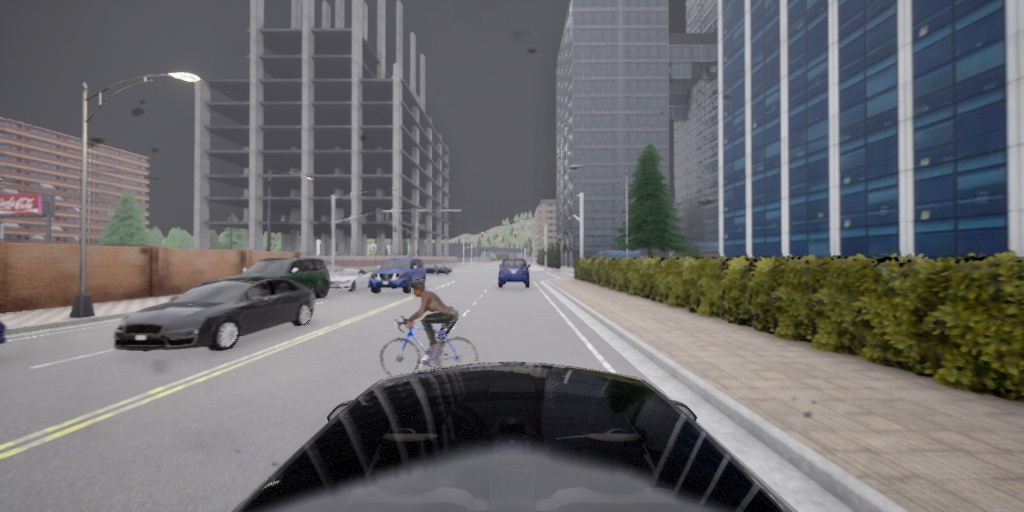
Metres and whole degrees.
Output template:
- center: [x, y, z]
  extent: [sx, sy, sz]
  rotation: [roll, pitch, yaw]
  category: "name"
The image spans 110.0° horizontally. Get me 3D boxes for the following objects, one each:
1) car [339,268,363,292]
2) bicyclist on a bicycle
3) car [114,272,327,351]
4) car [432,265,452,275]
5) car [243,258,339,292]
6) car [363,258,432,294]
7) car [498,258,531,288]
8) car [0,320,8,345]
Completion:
- center: [-10.392, 1.512, 23.104]
  extent: [1.812, 1.442, 4.674]
  rotation: [0, -1, 0]
  category: "car"
- center: [-1.392, 1.239, 5.982]
  extent: [1.656, 1.620, 0.582]
  rotation: [-1, -1, 0]
  category: "bicyclist on a bicycle"
- center: [-7.061, 1.322, 9.266]
  extent: [1.837, 1.490, 4.892]
  rotation: [0, 0, 0]
  category: "car"
- center: [-9.738, 1.739, 45.058]
  extent: [4.718, 1.301, 1.895]
  rotation: [0, -1, 38]
  category: "car"
- center: [-10.496, 1.101, 16.397]
  extent: [2.150, 2.045, 5.566]
  rotation: [0, 0, 0]
  category: "car"
- center: [-6.902, 1.158, 22.390]
  extent: [2.150, 2.045, 5.566]
  rotation: [0, -1, 0]
  category: "car"
- center: [0.201, 1.191, 26.228]
  extent: [2.150, 2.045, 5.566]
  rotation: [0, -1, 2]
  category: "car"
- center: [-10.585, 1.304, 4.870]
  extent: [1.812, 1.442, 4.674]
  rotation: [0, -1, 0]
  category: "car"
